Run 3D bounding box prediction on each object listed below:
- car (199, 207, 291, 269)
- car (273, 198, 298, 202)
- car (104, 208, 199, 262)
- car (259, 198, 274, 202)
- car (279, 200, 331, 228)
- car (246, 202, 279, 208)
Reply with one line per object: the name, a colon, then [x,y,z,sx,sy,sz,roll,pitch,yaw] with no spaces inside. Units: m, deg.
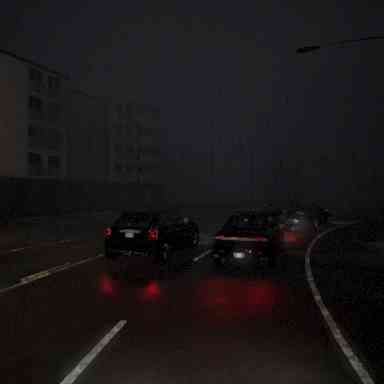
car: [2.057,1.495,11.286,2.128,1.511,4.902,0,0,19]
car: [12.520,1.600,41.456,4.181,1.385,1.994,0,0,-42]
car: [-1.264,1.366,12.393,2.097,1.767,4.553,0,0,19]
car: [10.197,1.560,44.073,4.892,1.490,1.837,0,0,-42]
car: [7.765,1.514,22.104,1.837,1.490,4.892,0,0,37]
car: [4.980,1.614,24.219,1.895,1.301,4.718,0,0,37]
